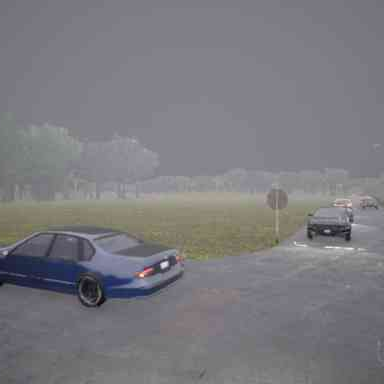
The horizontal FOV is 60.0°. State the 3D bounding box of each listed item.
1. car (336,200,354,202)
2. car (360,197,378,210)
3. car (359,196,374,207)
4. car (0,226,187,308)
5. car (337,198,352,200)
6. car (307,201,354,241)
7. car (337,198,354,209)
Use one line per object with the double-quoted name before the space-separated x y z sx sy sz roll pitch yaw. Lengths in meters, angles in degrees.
"car" 11.428 1.551 25.903 1.994 1.385 4.181 0 0 25
"car" 23.454 1.529 43.869 2.033 1.411 5.357 0 0 26
"car" 28.023 1.459 53.509 1.882 1.535 5.008 0 0 26
"car" -2.817 1.528 7.786 5.357 1.411 2.033 0 2 25
"car" 16.024 1.463 35.300 1.882 1.535 5.008 0 0 26
"car" 7.096 1.467 16.983 1.882 1.535 5.008 0 0 26
"car" 21.687 1.531 46.833 2.033 1.411 5.357 0 0 27
